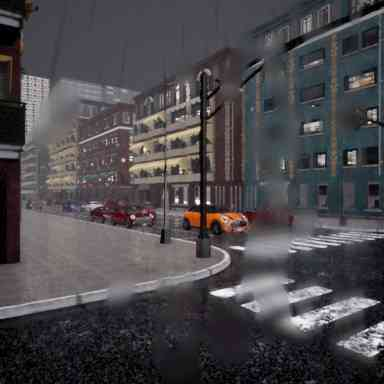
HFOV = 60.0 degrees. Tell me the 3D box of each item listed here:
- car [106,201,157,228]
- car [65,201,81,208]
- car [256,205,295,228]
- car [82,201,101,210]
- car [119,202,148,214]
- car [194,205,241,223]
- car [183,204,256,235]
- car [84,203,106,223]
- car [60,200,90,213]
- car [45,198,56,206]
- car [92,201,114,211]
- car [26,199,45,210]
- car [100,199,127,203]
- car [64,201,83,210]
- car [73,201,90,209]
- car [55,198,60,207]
[{"bbox_3d":[-4.341,1.694,24.095,1.967,1.590,4.097,-1,0,-35],"label":"car"},{"bbox_3d":[-23.337,2.377,65.003,1.947,1.339,4.313,-1,0,-35],"label":"car"},{"bbox_3d":[5.291,1.639,24.088,1.967,1.590,4.097,-1,0,-35],"label":"car"},{"bbox_3d":[-16.976,2.258,55.909,1.802,1.307,4.206,-1,0,-35],"label":"car"},{"bbox_3d":[-7.435,2.038,42.269,1.947,1.339,4.313,-1,0,-35],"label":"car"},{"bbox_3d":[2.110,1.849,28.632,1.802,1.307,4.206,-1,0,-35],"label":"car"},{"bbox_3d":[1.358,1.531,20.284,2.097,1.767,4.553,0,-1,-35],"label":"car"},{"bbox_3d":[-7.519,1.904,28.641,1.802,1.307,4.206,-1,0,-35],"label":"car"},{"bbox_3d":[-15.904,1.902,45.024,2.097,1.767,4.553,0,-1,-35],"label":"car"},{"bbox_3d":[-32.882,2.328,78.644,2.192,1.841,5.009,-1,0,-35],"label":"car"},{"bbox_3d":[-13.796,2.159,51.363,2.008,1.369,4.403,-1,0,-35],"label":"car"},{"bbox_3d":[-26.604,2.171,55.922,1.967,1.590,4.097,-1,0,-35],"label":"car"},{"bbox_3d":[-10.620,1.855,46.817,2.192,1.841,5.009,-1,0,-35],"label":"car"},{"bbox_3d":[-19.718,2.212,55.369,1.812,1.442,4.674,0,-1,-35],"label":"car"},{"bbox_3d":[-20.157,2.326,60.456,1.802,1.307,4.206,-1,0,-35],"label":"car"},{"bbox_3d":[-26.518,2.429,69.549,2.008,1.369,4.403,-1,0,-35],"label":"car"}]
